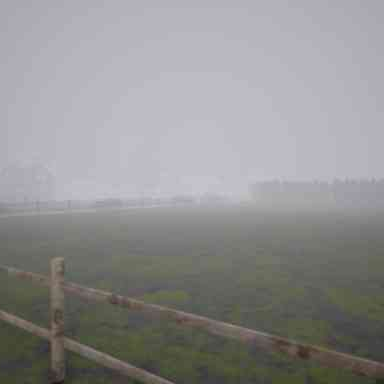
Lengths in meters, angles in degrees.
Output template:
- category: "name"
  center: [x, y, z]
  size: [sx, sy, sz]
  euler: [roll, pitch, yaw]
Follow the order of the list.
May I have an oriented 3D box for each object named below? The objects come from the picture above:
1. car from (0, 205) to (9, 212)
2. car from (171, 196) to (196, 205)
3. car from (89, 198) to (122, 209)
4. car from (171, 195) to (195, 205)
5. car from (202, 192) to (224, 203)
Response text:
- category: "car"
  center: [-21.094, 1.650, 32.804]
  size: [2.033, 1.411, 5.357]
  euler: [-1, 0, 35]
- category: "car"
  center: [-1.509, 1.477, 61.104]
  size: [2.128, 1.511, 4.902]
  euler: [-1, 0, 35]
- category: "car"
  center: [-11.971, 1.513, 46.062]
  size: [1.882, 1.535, 5.008]
  euler: [-1, 0, 35]
- category: "car"
  center: [-1.455, 1.286, 56.239]
  size: [2.097, 1.767, 4.553]
  euler: [-1, 0, 35]
- category: "car"
  center: [4.074, 1.107, 64.377]
  size: [2.150, 2.045, 5.566]
  euler: [-1, 0, 35]
